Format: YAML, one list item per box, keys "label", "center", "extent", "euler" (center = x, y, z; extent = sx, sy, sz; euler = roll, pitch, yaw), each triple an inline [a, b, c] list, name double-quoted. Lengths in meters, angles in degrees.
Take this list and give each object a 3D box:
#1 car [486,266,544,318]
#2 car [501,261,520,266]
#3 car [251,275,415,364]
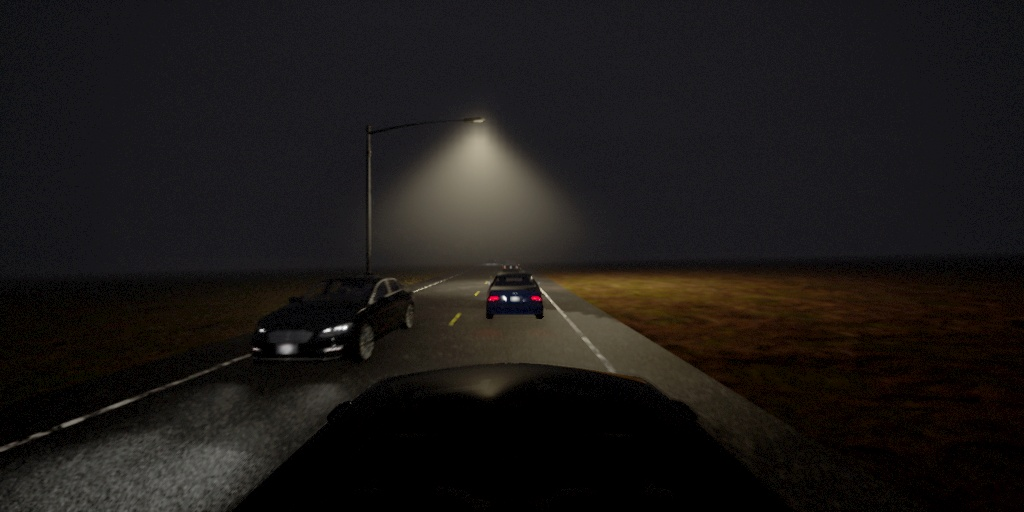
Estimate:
- label: "car"
  center: [0.073, 1.264, 12.736]
  extent: [2.033, 1.411, 5.357]
  euler: [0, 0, 0]
- label: "car"
  center: [-0.159, 1.194, 38.836]
  extent: [2.033, 1.411, 5.357]
  euler: [0, 0, -1]
- label: "car"
  center: [-3.614, 1.222, 8.194]
  extent: [2.128, 1.511, 4.902]
  euler: [0, 0, 0]
